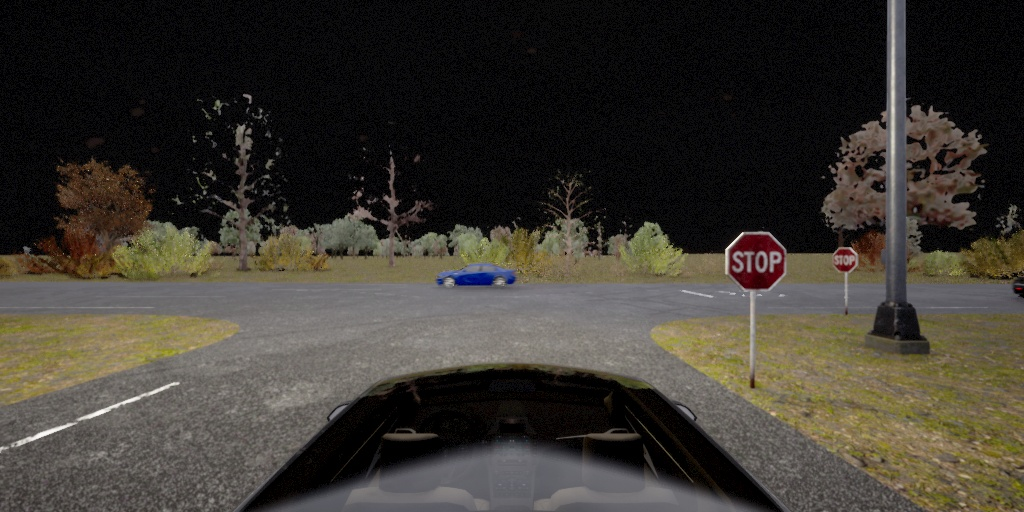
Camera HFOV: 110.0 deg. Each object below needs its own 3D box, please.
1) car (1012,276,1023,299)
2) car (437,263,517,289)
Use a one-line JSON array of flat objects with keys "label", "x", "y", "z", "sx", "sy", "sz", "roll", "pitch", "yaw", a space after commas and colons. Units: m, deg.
[{"label": "car", "x": 25.998, "y": 1.346, "z": 16.333, "sx": 4.892, "sy": 1.490, "sz": 1.837, "roll": 0, "pitch": 0, "yaw": -2}, {"label": "car", "x": -2.191, "y": 1.220, "z": 22.575, "sx": 5.008, "sy": 1.535, "sz": 1.882, "roll": 0, "pitch": 0, "yaw": -1}]
